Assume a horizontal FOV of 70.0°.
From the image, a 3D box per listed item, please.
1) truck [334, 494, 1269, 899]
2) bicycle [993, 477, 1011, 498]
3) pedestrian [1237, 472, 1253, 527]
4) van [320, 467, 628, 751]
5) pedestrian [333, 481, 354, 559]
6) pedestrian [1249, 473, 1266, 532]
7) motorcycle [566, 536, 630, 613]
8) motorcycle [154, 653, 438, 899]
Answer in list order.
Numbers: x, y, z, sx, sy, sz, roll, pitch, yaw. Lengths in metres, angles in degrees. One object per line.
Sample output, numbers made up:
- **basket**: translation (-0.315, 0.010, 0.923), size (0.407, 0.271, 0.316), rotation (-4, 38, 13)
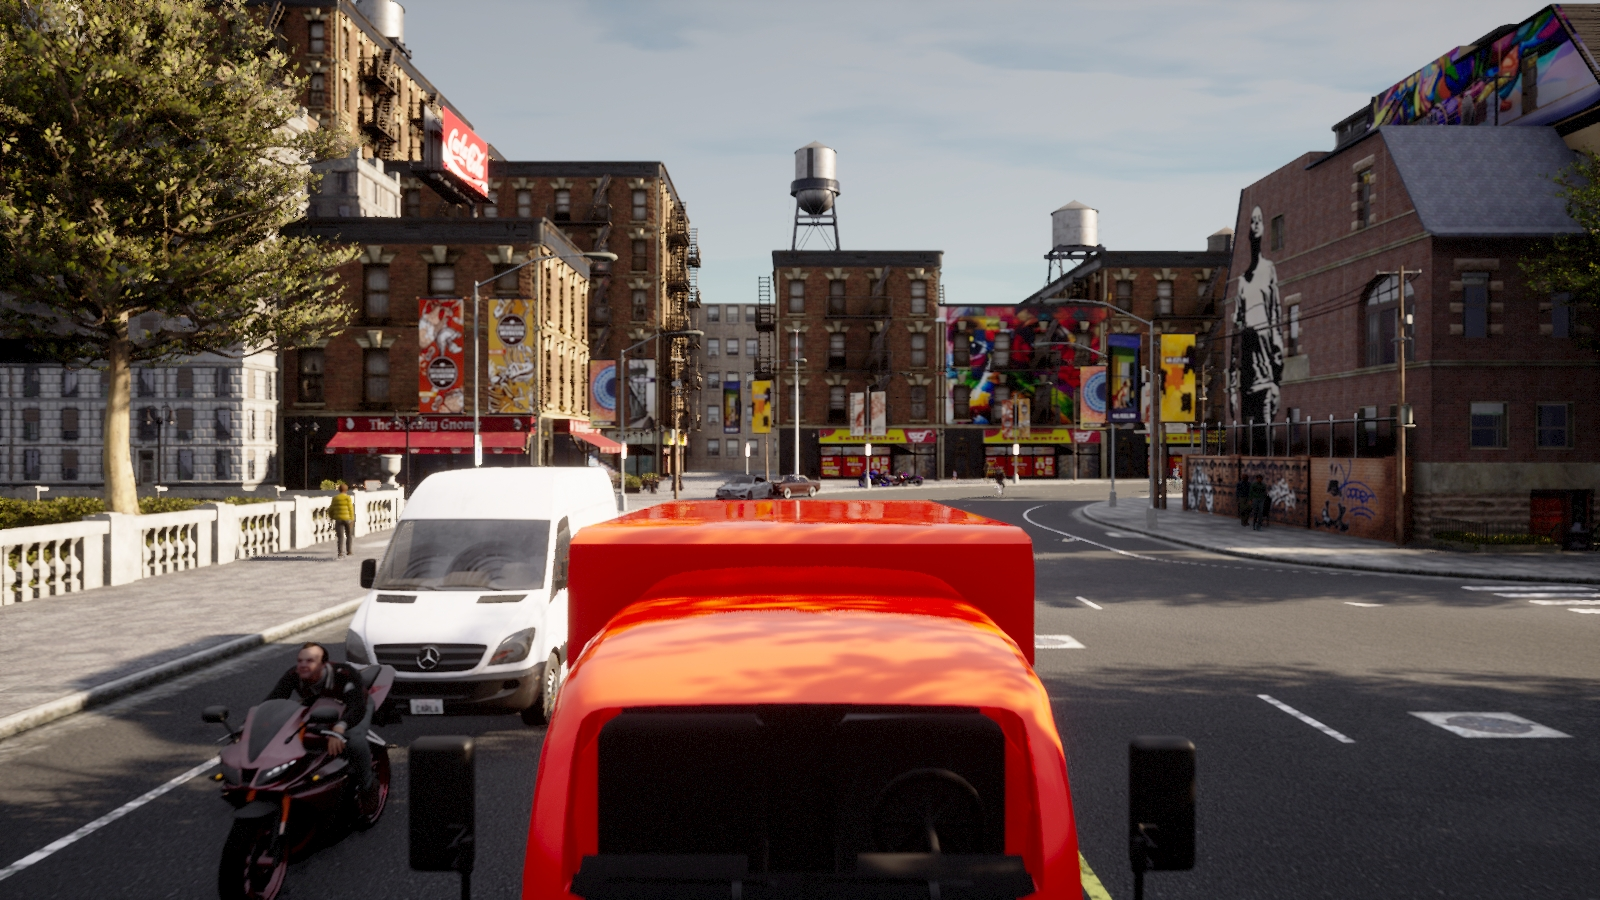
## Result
- **truck**: translation (-0.001, 1.562, 5.810), size (2.627, 2.467, 5.204), rotation (0, 0, 0)
- **bicycle**: translation (11.734, 2.160, 66.313), size (0.329, 1.171, 1.835), rotation (1, 1, 34)
- **pedestrian**: translation (15.006, 1.667, 38.534), size (0.375, 1.860, 0.375), rotation (0, 0, -2)
- **van**: translation (-3.486, 1.523, 13.619), size (1.988, 2.561, 5.915), rotation (0, 0, 0)
- **pedestrian**: translation (-10.958, 1.675, 27.449), size (0.375, 1.860, 0.375), rotation (0, 0, -6)
- **pedestrian**: translation (14.611, 1.668, 36.492), size (0.375, 1.860, 0.375), rotation (0, 0, -1)
- **motorcycle**: translation (-3.588, 2.196, 20.456), size (0.803, 1.145, 2.033), rotation (0, 0, 0)
- **motorcycle**: translation (-3.263, 2.198, 7.703), size (0.867, 1.251, 2.209), rotation (0, 0, 3)
